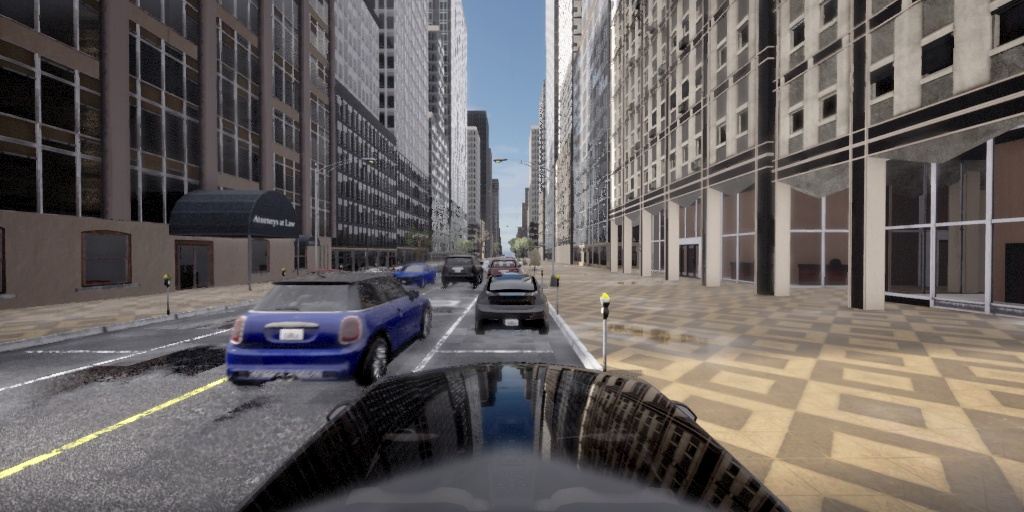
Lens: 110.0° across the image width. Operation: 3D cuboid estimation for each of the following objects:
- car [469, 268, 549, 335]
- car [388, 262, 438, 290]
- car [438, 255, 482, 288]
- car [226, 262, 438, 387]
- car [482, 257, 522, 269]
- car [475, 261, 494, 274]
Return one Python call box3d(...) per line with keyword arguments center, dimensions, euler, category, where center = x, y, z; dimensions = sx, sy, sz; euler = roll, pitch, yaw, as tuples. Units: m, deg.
box3d(center=(-0.001, 1.252, 10.501), dimensions=(1.837, 1.490, 4.892), euler=(0, 0, 0), category="car")
box3d(center=(-6.245, 1.224, 23.232), dimensions=(1.882, 1.535, 5.008), euler=(0, 0, 0), category="car")
box3d(center=(-3.146, 0.968, 23.564), dimensions=(2.150, 2.045, 5.566), euler=(0, 0, 0), category="car")
box3d(center=(-3.049, 1.102, 7.088), dimensions=(2.097, 1.767, 4.553), euler=(0, 0, 0), category="car")
box3d(center=(-0.457, 1.061, 22.523), dimensions=(2.192, 1.841, 5.009), euler=(0, 0, 0), category="car")
box3d(center=(-3.047, 1.268, 41.129), dimensions=(1.812, 1.442, 4.674), euler=(0, 0, 0), category="car")
